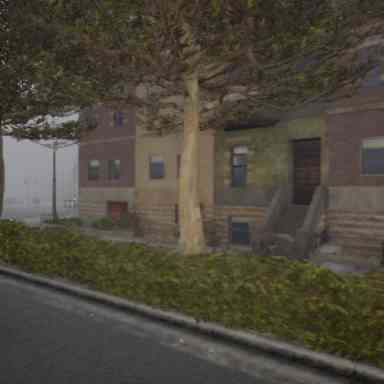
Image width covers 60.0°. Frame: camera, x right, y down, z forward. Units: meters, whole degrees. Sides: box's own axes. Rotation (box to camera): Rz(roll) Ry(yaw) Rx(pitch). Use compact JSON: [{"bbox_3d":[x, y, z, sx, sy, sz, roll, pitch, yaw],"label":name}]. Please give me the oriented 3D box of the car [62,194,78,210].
[{"bbox_3d":[-13.412,1.080,41.891,2.150,2.045,5.566,0,0,41],"label":"car"}]
